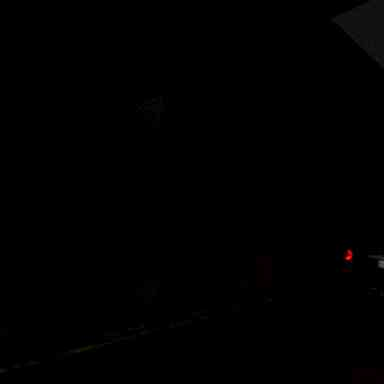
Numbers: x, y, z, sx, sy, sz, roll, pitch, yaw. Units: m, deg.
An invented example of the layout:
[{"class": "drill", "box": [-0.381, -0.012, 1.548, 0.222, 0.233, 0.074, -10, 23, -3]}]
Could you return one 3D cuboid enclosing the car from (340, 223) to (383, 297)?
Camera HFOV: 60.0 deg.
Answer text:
[{"class": "car", "box": [5.448, 1.436, 7.621, 4.553, 1.767, 2.097, 1, 0, -36]}]
